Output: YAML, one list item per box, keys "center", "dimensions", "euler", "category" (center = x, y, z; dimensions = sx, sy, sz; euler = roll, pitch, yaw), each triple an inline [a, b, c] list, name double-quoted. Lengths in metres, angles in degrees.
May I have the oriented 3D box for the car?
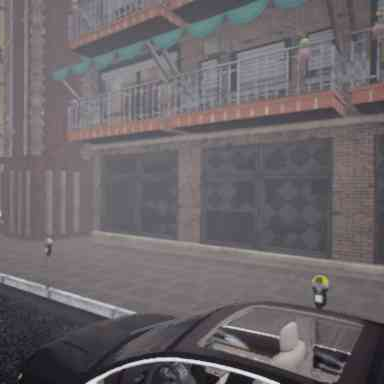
- center: [0.406, 1.552, 2.380]
  dimensions: [4.403, 1.369, 2.008]
  euler: [0, 1, 36]
  category: "car"
